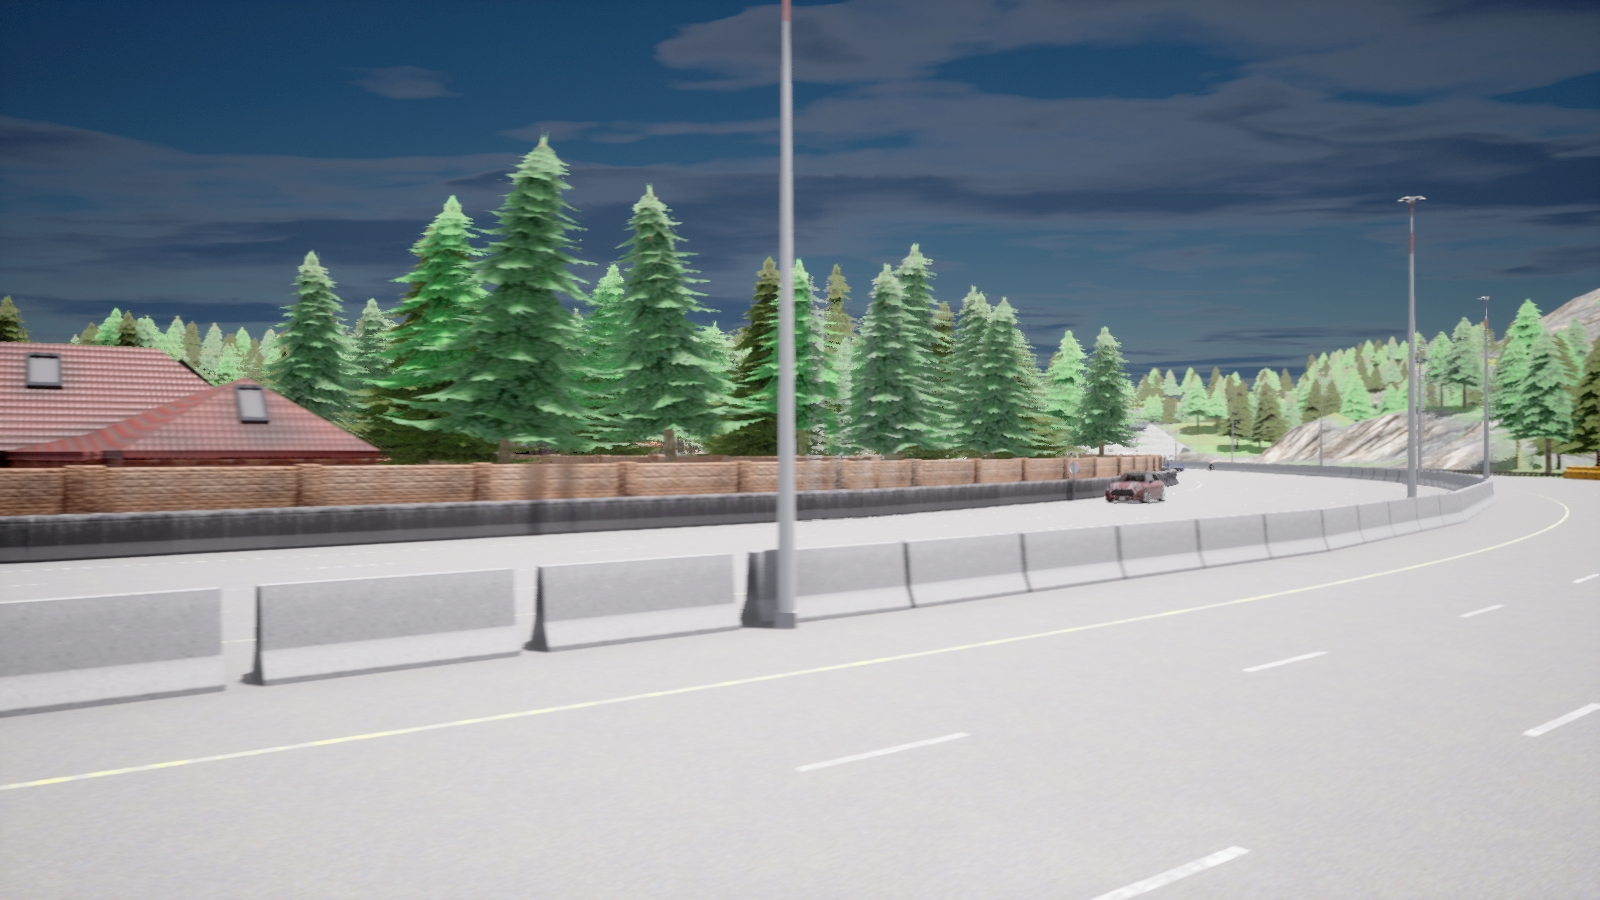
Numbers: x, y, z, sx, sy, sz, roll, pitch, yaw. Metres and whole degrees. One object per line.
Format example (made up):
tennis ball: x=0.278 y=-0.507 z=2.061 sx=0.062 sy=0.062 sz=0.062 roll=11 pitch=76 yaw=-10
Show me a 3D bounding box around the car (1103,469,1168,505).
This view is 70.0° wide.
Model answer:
car: x=18.208 y=1.976 z=61.891 sx=2.097 sy=1.767 sz=4.553 roll=0 pitch=0 yaw=34
